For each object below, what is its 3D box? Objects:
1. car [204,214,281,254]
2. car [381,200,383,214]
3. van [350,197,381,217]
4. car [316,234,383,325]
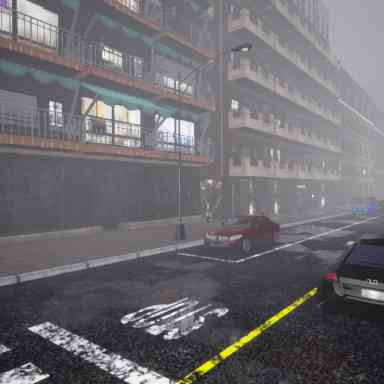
[{"bbox_3d":[2.190,1.573,13.491,1.802,1.307,4.206,-1,-1,38],"label":"car"},{"bbox_3d":[19.598,1.567,35.428,1.802,1.307,4.206,-1,-1,38],"label":"car"},{"bbox_3d":[16.075,1.327,30.993,1.690,1.788,3.998,-1,-1,38],"label":"van"},{"bbox_3d":[4.065,1.561,6.738,1.994,1.385,4.181,0,0,38],"label":"car"}]
